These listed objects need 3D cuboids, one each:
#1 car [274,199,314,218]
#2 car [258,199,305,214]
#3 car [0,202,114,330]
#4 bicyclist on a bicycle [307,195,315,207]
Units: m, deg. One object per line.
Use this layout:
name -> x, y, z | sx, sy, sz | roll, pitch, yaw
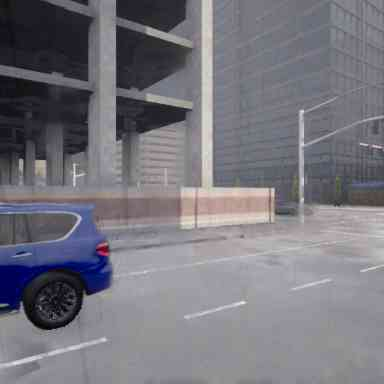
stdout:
car -> 8.901, 1.564, 30.352 | 1.994, 1.385, 4.181 | 0, 0, -36
car -> 9.457, 1.525, 35.534 | 1.812, 1.442, 4.674 | 0, 0, -36
car -> -4.067, 1.221, 5.378 | 5.566, 2.045, 2.150 | 0, 0, -36
bicyclist on a bicycle -> 16.533, 1.301, 46.187 | 1.656, 1.620, 0.582 | 0, 0, -36
